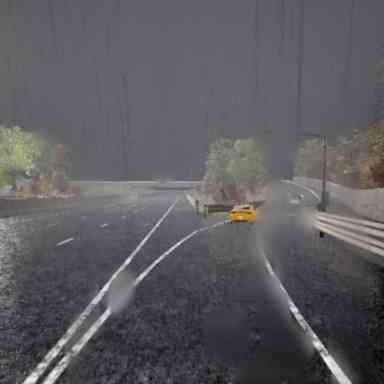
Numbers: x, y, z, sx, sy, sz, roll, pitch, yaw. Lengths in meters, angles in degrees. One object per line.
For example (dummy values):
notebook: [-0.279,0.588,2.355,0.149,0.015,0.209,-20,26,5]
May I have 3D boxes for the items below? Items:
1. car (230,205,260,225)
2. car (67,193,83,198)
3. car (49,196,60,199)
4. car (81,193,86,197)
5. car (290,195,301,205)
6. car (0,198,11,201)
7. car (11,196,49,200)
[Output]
car: [4.412,1.806,27.403,1.882,1.535,5.008,0,-1,18]
car: [-22.552,1.440,62.332,1.812,1.442,4.674,0,0,-1]
car: [-26.043,1.411,61.855,2.128,1.511,4.902,0,0,-1]
car: [-26.417,1.105,77.835,2.097,1.767,4.553,0,0,-1]
car: [21.147,1.909,68.277,1.812,1.442,4.674,0,3,19]
car: [-25.709,1.494,45.543,1.895,1.301,4.718,0,0,-1]
car: [-22.215,1.454,45.911,2.033,1.411,5.357,0,0,-1]
